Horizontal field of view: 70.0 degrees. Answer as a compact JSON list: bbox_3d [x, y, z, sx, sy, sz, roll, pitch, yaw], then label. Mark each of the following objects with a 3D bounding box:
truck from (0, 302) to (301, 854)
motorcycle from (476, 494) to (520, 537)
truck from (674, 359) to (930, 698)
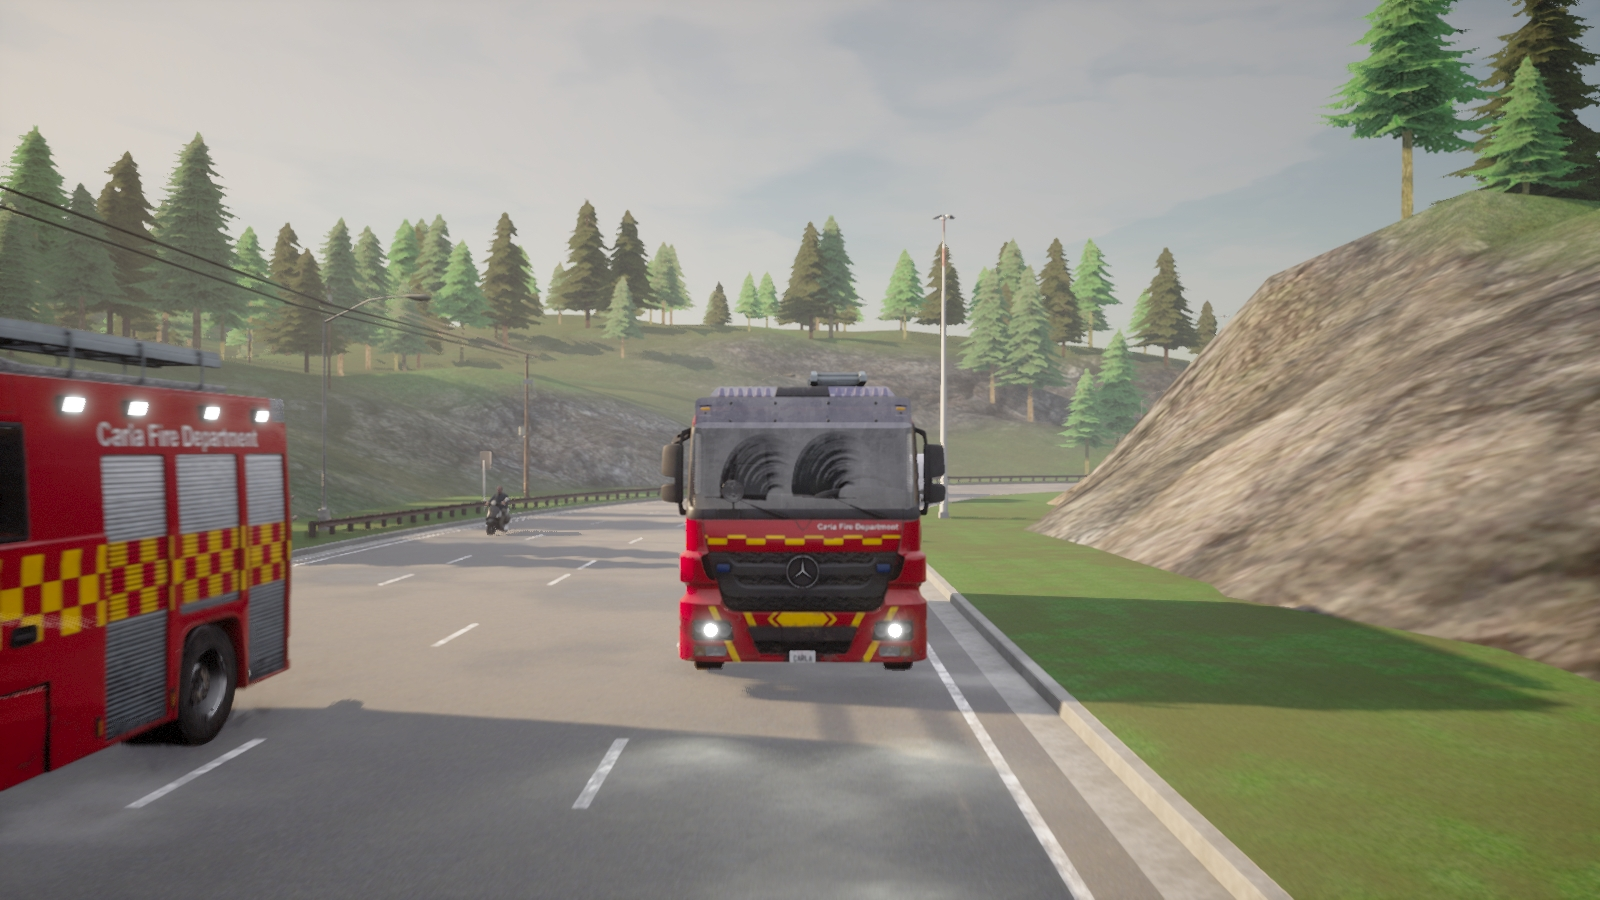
[{"bbox_3d":[-6.985,0.885,8.441,2.891,3.827,8.468,0,0,0],"label":"truck"},{"bbox_3d":[-9.861,2.122,37.350,0.856,1.316,1.805,0,0,4],"label":"motorcycle"},{"bbox_3d":[0.068,0.881,17.141,2.891,3.827,8.468,0,0,1],"label":"truck"}]
